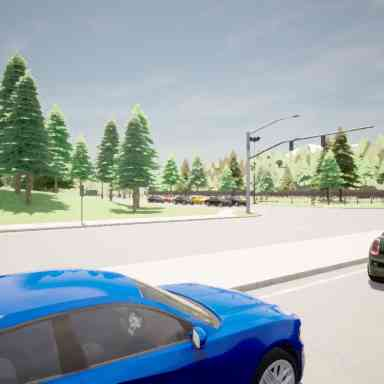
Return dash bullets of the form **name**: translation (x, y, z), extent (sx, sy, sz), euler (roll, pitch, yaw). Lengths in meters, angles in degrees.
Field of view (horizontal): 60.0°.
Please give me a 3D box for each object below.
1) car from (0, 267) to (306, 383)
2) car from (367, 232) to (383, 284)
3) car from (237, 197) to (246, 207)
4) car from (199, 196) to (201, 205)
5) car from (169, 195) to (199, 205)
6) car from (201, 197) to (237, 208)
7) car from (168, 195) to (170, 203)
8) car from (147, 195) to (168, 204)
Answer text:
- **car**: translation (-1.032, 1.478, 3.012), extent (5.008, 1.535, 1.882), euler (0, 0, -35)
- **car**: translation (6.463, 1.352, 8.386), extent (4.553, 1.767, 2.097), euler (0, 0, -35)
- **car**: translation (6.581, 1.478, 52.258), extent (1.882, 1.535, 5.008), euler (0, 0, -35)
- **car**: translation (1.107, 1.478, 60.113), extent (1.882, 1.535, 5.008), euler (0, 0, -35)
- **car**: translation (-1.416, 1.505, 57.599), extent (1.837, 1.490, 4.892), euler (0, 0, -35)
- **car**: translation (3.962, 1.478, 49.893), extent (1.882, 1.535, 5.008), euler (0, 0, -35)
- **car**: translation (-4.636, 1.352, 68.443), extent (2.097, 1.767, 4.553), euler (0, 0, -35)
- **car**: translation (-7.242, 1.505, 66.020), extent (1.837, 1.490, 4.892), euler (0, 0, -35)
